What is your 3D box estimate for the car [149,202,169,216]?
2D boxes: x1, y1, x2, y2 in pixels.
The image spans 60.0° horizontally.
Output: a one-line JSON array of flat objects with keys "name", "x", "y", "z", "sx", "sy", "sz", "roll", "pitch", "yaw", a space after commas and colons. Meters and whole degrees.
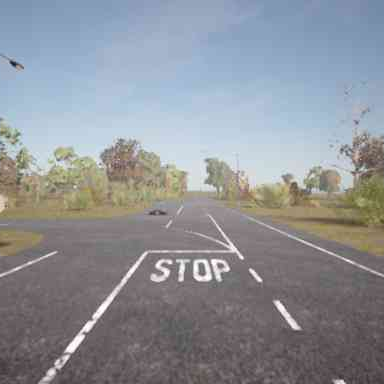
[{"name": "car", "x": -3.424, "y": 1.744, "z": 35.771, "sx": 2.033, "sy": 1.411, "sz": 5.357, "roll": 0, "pitch": 0, "yaw": 0}]
